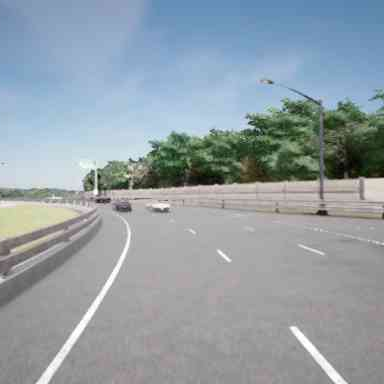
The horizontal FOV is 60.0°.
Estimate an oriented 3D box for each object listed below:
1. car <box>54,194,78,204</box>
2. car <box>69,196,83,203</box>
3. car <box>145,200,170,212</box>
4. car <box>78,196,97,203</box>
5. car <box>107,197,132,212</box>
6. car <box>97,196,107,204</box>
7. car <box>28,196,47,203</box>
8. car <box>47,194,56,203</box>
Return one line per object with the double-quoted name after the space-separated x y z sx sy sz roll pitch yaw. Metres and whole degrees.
-25.684 1.747 67.626 1.882 1.535 5.008 -1 0 -43 "car"
-29.258 1.827 83.698 2.128 1.511 4.902 -1 0 -34 "car"
-4.127 1.626 39.100 1.895 1.301 4.718 -1 0 -22 "car"
-22.208 1.778 68.950 1.994 1.385 4.181 -1 0 -43 "car"
-8.777 1.573 41.153 2.128 1.511 4.902 -1 0 -23 "car"
-19.026 1.664 70.639 1.882 1.535 5.008 -1 0 -40 "car"
-36.919 1.899 78.545 4.892 1.490 1.837 -1 0 39 "car"
-34.024 1.588 80.671 5.566 2.045 2.150 -1 0 39 "car"
